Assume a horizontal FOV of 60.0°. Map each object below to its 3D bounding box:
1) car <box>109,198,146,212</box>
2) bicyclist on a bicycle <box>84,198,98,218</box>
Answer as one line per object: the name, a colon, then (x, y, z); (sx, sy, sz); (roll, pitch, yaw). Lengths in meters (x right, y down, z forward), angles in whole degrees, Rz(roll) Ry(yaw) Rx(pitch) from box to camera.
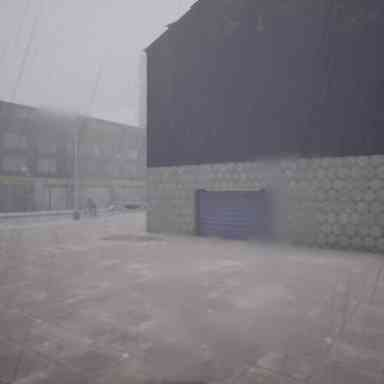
car: (-7.278, 1.471, 37.943); (2.128, 1.511, 4.902); (0, 0, 36)
bicyclist on a bicycle: (-8.121, 1.305, 26.686); (1.656, 1.620, 0.582); (0, 0, 36)
